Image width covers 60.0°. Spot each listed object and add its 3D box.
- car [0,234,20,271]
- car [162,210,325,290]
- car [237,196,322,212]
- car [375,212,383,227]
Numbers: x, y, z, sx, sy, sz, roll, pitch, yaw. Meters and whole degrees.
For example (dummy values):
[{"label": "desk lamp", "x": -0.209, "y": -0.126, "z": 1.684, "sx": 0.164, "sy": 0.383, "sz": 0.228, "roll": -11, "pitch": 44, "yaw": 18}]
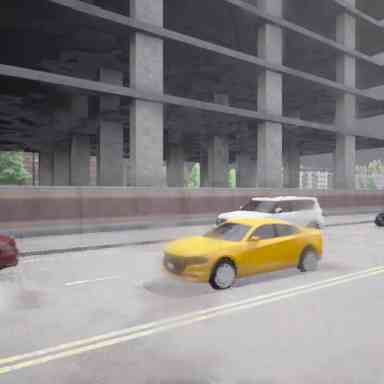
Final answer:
[{"label": "car", "x": -6.702, "y": 1.526, "z": 7.875, "sx": 4.674, "sy": 1.442, "sz": 1.812, "roll": 0, "pitch": 0, "yaw": -34}, {"label": "car", "x": 1.567, "y": 1.478, "z": 9.248, "sx": 5.008, "sy": 1.535, "sz": 1.882, "roll": 0, "pitch": 0, "yaw": -34}, {"label": "car", "x": 3.555, "y": 1.221, "z": 14.818, "sx": 5.566, "sy": 2.045, "sz": 2.150, "roll": 0, "pitch": 0, "yaw": -34}, {"label": "car", "x": 13.710, "y": 1.564, "z": 21.574, "sx": 4.181, "sy": 1.385, "sz": 1.994, "roll": 0, "pitch": 0, "yaw": -34}]
